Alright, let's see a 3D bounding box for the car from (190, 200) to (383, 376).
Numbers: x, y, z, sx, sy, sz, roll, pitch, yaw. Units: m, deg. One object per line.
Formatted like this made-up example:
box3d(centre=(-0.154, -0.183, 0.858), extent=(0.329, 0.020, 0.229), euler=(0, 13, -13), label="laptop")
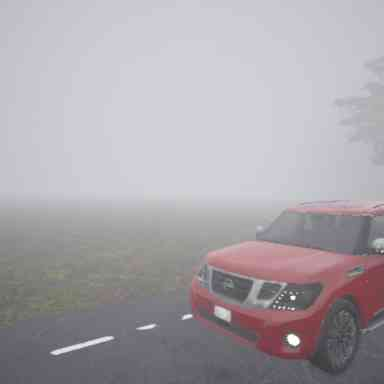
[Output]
box3d(centre=(2.616, 1.205, 5.945), extent=(5.566, 2.045, 2.150), euler=(0, 0, -36), label="car")
